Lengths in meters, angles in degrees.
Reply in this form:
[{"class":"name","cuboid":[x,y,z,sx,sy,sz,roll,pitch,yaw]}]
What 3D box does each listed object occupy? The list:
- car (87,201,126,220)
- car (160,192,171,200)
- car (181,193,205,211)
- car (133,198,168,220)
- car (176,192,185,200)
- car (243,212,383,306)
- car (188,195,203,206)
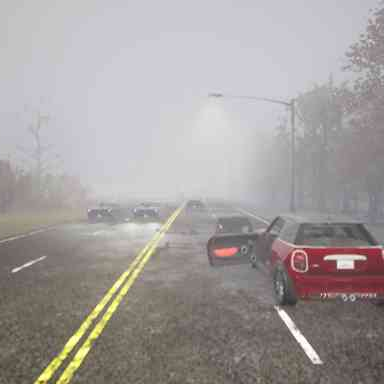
[{"class":"car","cuboid":[-6.461,1.343,25.452,1.895,1.301,4.718,0,1,1]},{"class":"car","cuboid":[-5.435,0.791,68.089,1.812,1.442,4.674,0,1,2]},{"class":"car","cuboid":[0.311,1.144,34.105,2.128,1.511,4.902,0,1,1]},{"class":"car","cuboid":[-3.212,1.344,25.366,1.895,1.301,4.718,0,1,1]},{"class":"car","cuboid":[-2.187,0.763,67.983,1.837,1.490,4.892,0,1,2]},{"class":"car","cuboid":[2.705,1.273,7.976,2.097,1.767,4.553,0,1,0]},{"class":"car","cuboid":[0.506,1.083,46.109,1.994,1.385,4.181,0,1,1]}]
